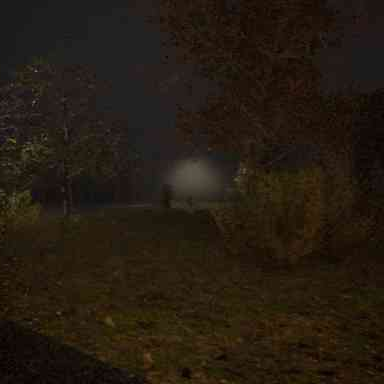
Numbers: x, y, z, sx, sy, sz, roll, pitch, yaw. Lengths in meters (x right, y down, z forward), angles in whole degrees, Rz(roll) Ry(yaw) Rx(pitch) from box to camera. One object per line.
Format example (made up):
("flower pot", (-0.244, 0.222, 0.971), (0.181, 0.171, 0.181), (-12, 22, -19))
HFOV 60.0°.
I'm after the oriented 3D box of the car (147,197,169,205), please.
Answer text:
("car", (-6.523, 1.750, 63.419), (2.128, 1.511, 4.902), (0, 0, 36))
